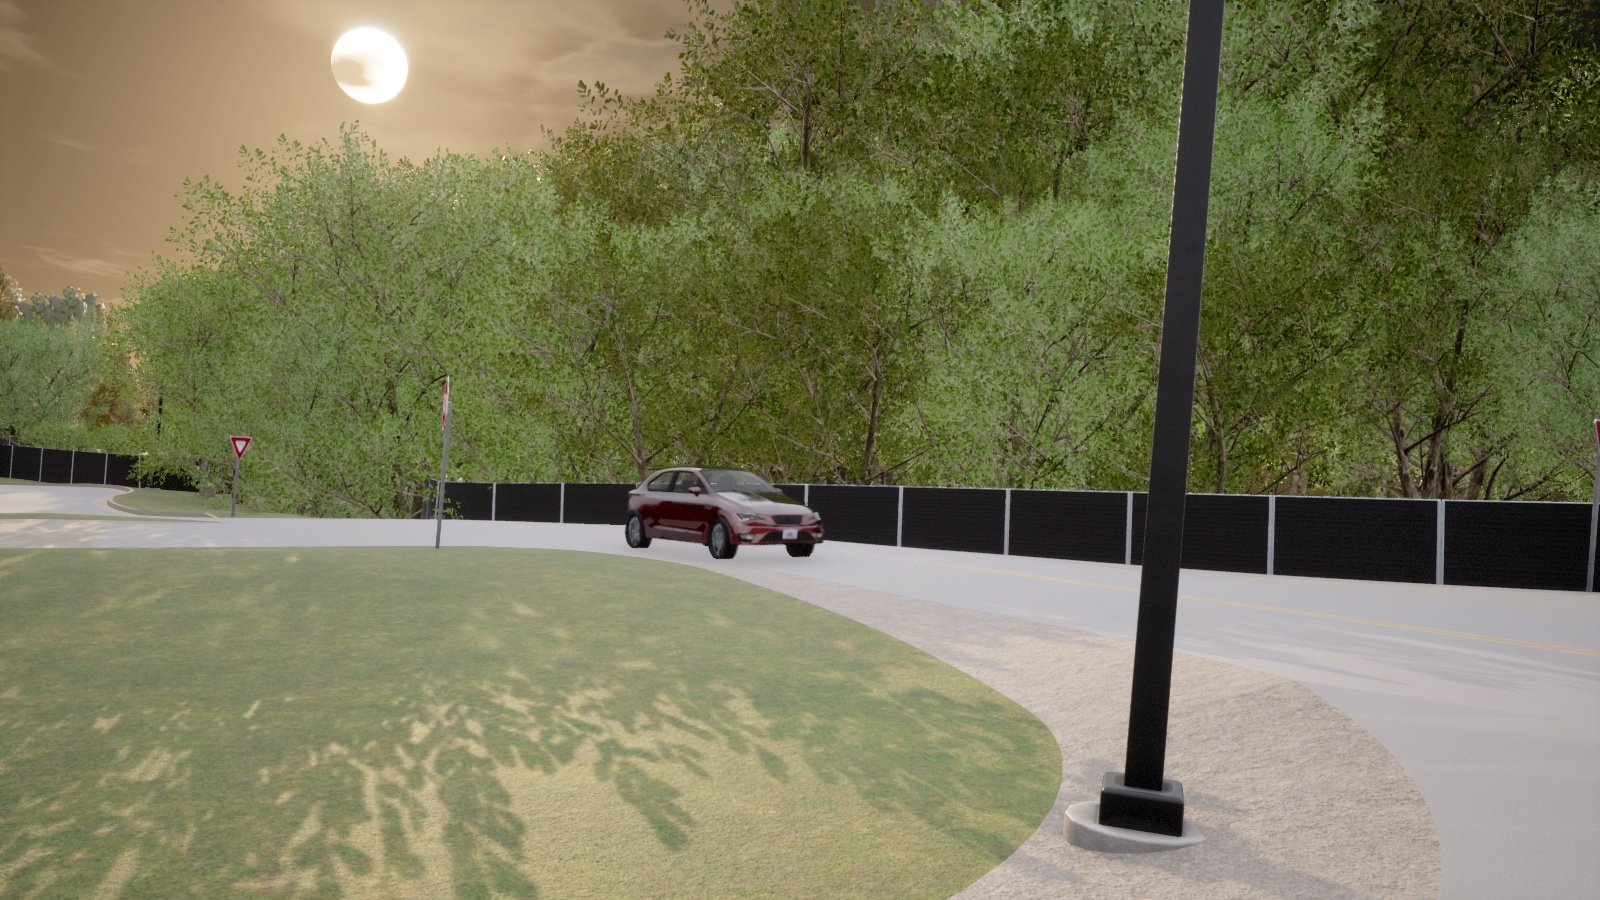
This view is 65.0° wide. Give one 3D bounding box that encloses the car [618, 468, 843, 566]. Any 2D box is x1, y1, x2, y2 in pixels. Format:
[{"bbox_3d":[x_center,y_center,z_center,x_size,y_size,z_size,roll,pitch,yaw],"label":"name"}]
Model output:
[{"bbox_3d":[-1.276,1.050,21.230,1.816,1.474,4.193,1,-1,-36],"label":"car"}]
